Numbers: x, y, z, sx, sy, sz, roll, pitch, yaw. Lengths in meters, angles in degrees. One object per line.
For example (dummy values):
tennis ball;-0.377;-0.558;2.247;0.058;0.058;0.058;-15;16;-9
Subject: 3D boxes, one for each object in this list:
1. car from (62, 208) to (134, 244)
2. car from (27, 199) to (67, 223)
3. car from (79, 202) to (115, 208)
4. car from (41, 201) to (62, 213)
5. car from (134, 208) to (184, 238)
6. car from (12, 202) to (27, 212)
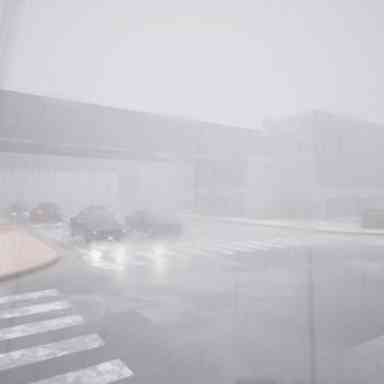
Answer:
car;-5.194;1.790;17.792;2.033;1.411;5.357;1;-1;-32
car;-13.061;1.739;29.855;2.097;1.767;4.553;1;-1;-33
car;-8.180;1.885;28.789;2.128;1.511;4.902;1;-1;-33
car;-19.518;2.077;46.176;1.882;1.535;5.008;1;-1;-33
car;-2.340;1.767;19.908;1.882;1.535;5.008;1;-1;-34
car;-24.704;2.126;47.772;1.812;1.442;4.674;1;-1;-33
